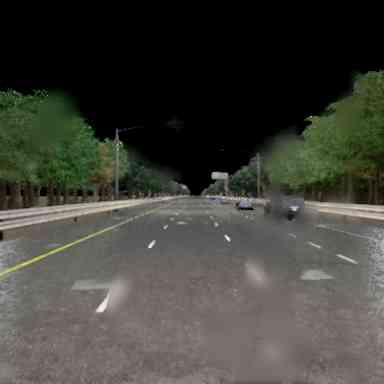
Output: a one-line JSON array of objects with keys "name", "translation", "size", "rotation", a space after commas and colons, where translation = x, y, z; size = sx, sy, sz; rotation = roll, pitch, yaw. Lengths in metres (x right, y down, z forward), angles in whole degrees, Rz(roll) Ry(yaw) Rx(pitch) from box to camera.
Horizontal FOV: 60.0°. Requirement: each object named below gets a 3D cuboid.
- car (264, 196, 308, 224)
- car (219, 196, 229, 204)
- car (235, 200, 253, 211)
[{"name": "car", "translation": [7.026, 1.311, 25.387], "size": [2.150, 2.045, 5.566], "rotation": [0, 0, 0]}, {"name": "car", "translation": [7.288, 2.034, 75.642], "size": [2.033, 1.411, 5.357], "rotation": [0, 0, 0]}, {"name": "car", "translation": [7.099, 1.810, 45.550], "size": [1.994, 1.385, 4.181], "rotation": [0, 0, 0]}]
